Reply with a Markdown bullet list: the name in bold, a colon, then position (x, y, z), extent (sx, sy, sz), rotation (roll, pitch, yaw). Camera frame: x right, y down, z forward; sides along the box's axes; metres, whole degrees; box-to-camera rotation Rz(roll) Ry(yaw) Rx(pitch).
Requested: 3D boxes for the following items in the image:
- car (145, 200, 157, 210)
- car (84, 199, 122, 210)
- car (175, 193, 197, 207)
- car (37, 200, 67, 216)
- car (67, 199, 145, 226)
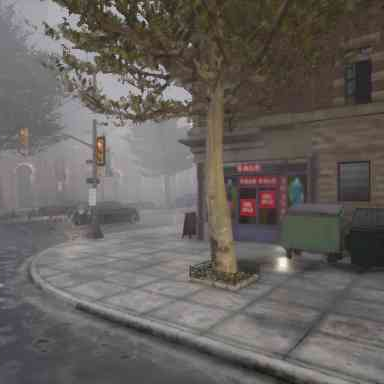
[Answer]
- **car**: position (-6.600, 1.601, 41.234), extent (1.895, 1.301, 4.718), rotation (0, 0, 36)
- **car**: position (-11.998, 1.595, 45.119), extent (1.895, 1.301, 4.718), rotation (0, 0, 36)
- **car**: position (-0.258, 1.221, 49.902), extent (2.150, 2.045, 5.566), rotation (0, 0, 36)
- **car**: position (-12.499, 1.547, 33.152), extent (2.033, 1.411, 5.357), rotation (0, 0, 36)
- **car**: position (-5.724, 1.352, 22.677), extent (2.097, 1.767, 4.553), rotation (0, 0, 37)
